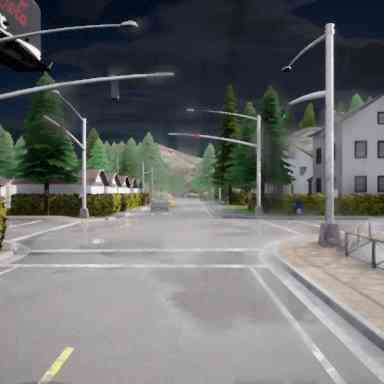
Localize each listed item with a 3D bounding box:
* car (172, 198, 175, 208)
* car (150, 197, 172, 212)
[{"bbox_3d":[-3.585,1.475,48.600,1.882,1.535,5.008,0,0,0],"label":"car"},{"bbox_3d":[-3.583,1.523,38.128,1.812,1.442,4.674,0,0,0],"label":"car"}]
